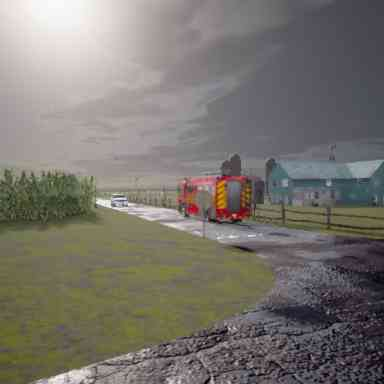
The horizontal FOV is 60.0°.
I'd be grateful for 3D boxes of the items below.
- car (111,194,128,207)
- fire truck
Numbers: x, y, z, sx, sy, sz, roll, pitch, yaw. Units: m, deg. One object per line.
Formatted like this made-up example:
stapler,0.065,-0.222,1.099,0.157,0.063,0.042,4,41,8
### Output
car,-11.967,1.357,54.452,2.150,2.045,5.566,-1,0,-21
fire truck,1.502,0.362,27.206,2.891,3.827,8.468,-1,0,-21
